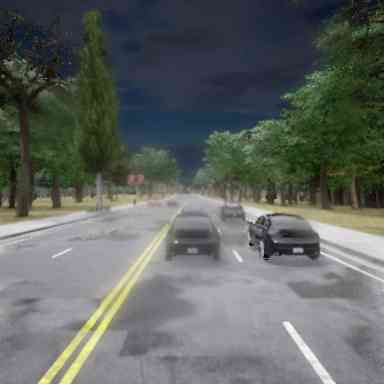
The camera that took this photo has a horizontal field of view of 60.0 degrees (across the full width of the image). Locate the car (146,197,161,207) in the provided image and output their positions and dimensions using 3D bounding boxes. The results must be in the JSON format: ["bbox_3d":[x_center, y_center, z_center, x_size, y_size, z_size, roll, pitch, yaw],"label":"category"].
[{"bbox_3d":[-6.558,1.671,57.093,2.097,1.767,4.553,0,0,0],"label":"car"}]

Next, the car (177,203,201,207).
[{"bbox_3d":[0.037,1.706,26.985,1.895,1.301,4.718,0,0,1],"label":"car"}]

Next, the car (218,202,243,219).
[{"bbox_3d":[3.294,1.601,27.602,2.128,1.511,4.902,0,0,1],"label":"car"}]

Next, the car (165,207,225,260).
[{"bbox_3d":[0.043,1.547,12.609,1.837,1.490,4.892,0,0,1],"label":"car"}]

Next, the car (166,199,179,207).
[{"bbox_3d":[-3.305,1.919,56.984,1.895,1.301,4.718,0,0,1],"label":"car"}]

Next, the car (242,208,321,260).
[{"bbox_3d":[3.294,1.547,12.656,1.837,1.490,4.892,0,0,1],"label":"car"}]
